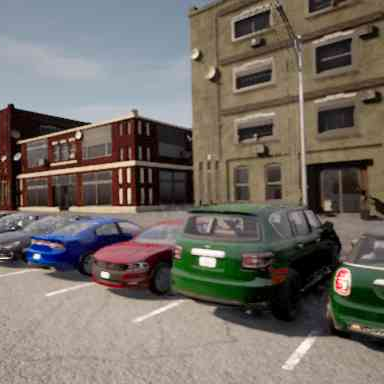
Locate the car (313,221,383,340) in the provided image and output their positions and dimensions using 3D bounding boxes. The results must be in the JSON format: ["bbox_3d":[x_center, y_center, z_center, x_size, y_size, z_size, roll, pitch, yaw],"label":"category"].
[{"bbox_3d":[4.019,1.356,6.049,2.185,1.767,4.553,-1,0,36],"label":"car"}]

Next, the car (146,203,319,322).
[{"bbox_3d":[1.811,1.255,7.700,2.435,2.045,5.566,-1,0,36],"label":"car"}]

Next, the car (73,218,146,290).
[{"bbox_3d":[-0.445,1.535,9.279,2.097,1.535,5.008,-1,0,36],"label":"car"}]

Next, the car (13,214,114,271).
[{"bbox_3d":[-2.694,1.567,10.872,2.097,1.535,5.008,-1,-1,36],"label":"car"}]

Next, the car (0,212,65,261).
[{"bbox_3d":[-4.931,1.605,12.481,2.231,1.521,4.892,-1,-1,36],"label":"car"}]
